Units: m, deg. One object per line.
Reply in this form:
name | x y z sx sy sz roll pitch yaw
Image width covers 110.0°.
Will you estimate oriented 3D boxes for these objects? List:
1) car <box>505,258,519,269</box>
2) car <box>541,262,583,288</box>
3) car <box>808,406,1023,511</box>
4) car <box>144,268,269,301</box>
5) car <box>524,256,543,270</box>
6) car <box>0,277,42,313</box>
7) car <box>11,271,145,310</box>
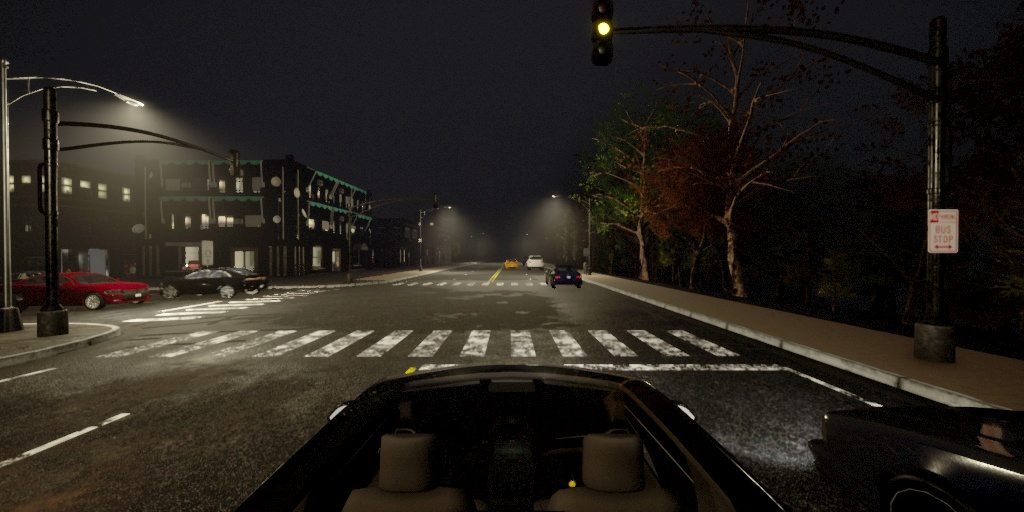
car | -0.002 1.207 54.003 1.882 1.535 5.008 0 0 0
car | 3.309 1.291 23.538 2.033 1.411 5.357 0 0 0
car | 3.353 1.298 0.426 2.033 1.411 5.357 0 0 0
car | -15.202 1.377 18.366 4.902 1.511 2.128 -1 0 2
car | 3.254 0.952 51.268 2.150 2.045 5.566 0 0 0
car | -19.968 1.564 12.541 4.313 1.339 1.948 0 0 0
car | -18.448 1.431 15.264 5.008 1.535 1.882 -1 1 -1
